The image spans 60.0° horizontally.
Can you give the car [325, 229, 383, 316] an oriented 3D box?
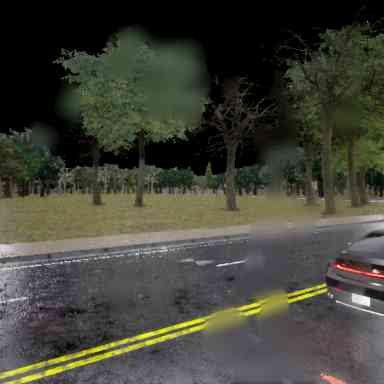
[{"bbox_3d":[4.713,1.505,6.816,4.892,1.490,1.837,0,0,-36],"label":"car"}]
